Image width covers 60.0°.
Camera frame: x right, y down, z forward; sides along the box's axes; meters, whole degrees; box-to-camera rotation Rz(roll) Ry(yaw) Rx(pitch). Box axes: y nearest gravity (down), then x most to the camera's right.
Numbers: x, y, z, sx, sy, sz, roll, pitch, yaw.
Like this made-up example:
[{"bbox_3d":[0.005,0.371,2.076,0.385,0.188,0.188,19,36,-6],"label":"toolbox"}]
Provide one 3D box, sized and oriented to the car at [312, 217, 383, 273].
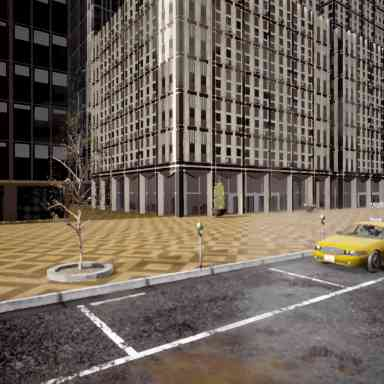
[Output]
[{"bbox_3d":[5.799,1.526,10.687,4.829,1.417,1.752,0,0,-35],"label":"car"}]
